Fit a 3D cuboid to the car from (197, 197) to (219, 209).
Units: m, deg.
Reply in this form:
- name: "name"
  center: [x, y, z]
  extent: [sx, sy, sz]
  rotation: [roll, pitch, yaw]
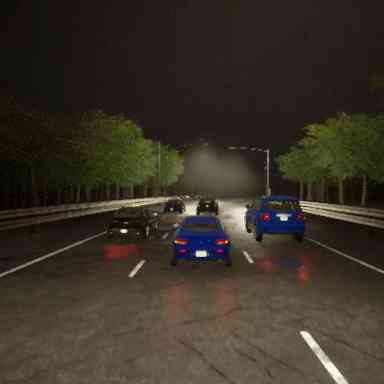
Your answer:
- name: "car"
  center: [1.619, 1.351, 33.575]
  extent: [2.097, 1.767, 4.553]
  rotation: [0, 0, 5]

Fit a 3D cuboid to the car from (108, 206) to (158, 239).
- name: "car"
  center: [-2.954, 1.502, 17.339]
  extent: [1.837, 1.490, 4.892]
  rotation: [0, 0, 2]

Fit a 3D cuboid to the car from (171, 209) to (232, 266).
- name: "car"
  center: [0.323, 1.527, 11.410]
  extent: [1.812, 1.442, 4.674]
  rotation: [0, 0, 2]

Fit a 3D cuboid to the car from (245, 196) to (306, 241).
- name: "car"
  center: [4.019, 1.227, 16.792]
  extent: [2.150, 2.045, 5.566]
  rotation: [0, 0, 3]

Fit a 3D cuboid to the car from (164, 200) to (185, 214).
- name: "car"
  center: [-1.787, 1.521, 34.832]
  extent: [1.812, 1.442, 4.674]
  rotation: [0, 0, 5]
